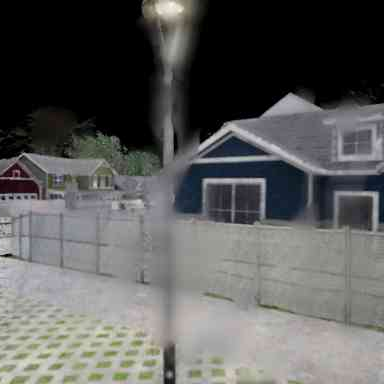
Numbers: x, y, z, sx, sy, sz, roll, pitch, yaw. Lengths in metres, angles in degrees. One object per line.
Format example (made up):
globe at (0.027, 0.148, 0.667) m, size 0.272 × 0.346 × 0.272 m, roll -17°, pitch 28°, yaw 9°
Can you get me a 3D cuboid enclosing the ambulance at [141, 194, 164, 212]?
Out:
ambulance at (-4.766, 1.471, 45.238) m, size 2.351 × 2.431 × 6.366 m, roll 1°, pitch 0°, yaw 17°
